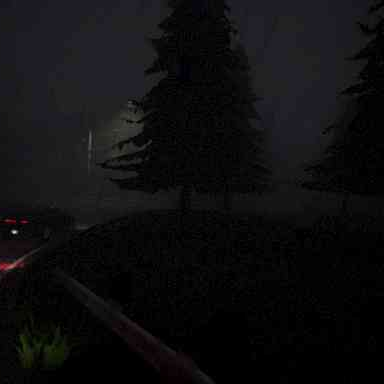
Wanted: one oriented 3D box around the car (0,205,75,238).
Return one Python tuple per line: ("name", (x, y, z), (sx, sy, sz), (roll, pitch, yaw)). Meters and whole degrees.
("car", (-7.395, 1.408, 16.484), (1.837, 1.490, 4.892), (4, 1, 2))
